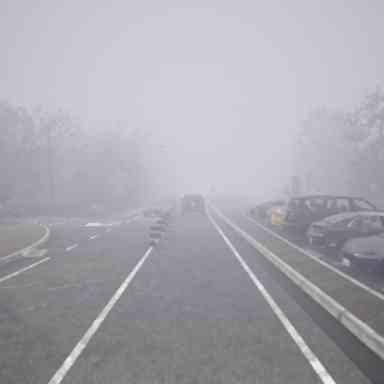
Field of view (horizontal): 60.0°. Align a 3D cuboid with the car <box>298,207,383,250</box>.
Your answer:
[{"bbox_3d":[6.674,1.464,11.897,4.892,1.521,2.231,0,1,1],"label":"car"}]

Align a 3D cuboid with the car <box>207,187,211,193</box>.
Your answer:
[{"bbox_3d":[6.755,0.299,75.190,5.366,1.575,1.946,0,2,0],"label":"car"}]

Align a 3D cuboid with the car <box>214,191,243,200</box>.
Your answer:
[{"bbox_3d":[7.035,0.670,63.968,5.366,1.575,1.946,0,2,0],"label":"car"}]

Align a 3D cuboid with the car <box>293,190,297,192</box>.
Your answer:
[{"bbox_3d":[19.894,0.815,55.659,4.553,1.767,2.185,0,2,0],"label":"car"}]

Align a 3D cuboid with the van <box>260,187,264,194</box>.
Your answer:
[{"bbox_3d":[19.977,-0.164,83.195,4.442,1.987,1.878,0,2,0],"label":"van"}]

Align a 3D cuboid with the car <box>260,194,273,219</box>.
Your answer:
[{"bbox_3d":[6.786,1.173,20.254,4.553,1.767,2.185,0,1,1],"label":"car"}]

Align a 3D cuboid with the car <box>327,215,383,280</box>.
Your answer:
[{"bbox_3d":[6.626,1.528,9.119,4.792,1.488,2.163,0,0,1],"label":"car"}]

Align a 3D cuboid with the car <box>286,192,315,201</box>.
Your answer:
[{"bbox_3d":[19.903,0.800,61.077,4.674,1.452,2.002,0,2,0],"label":"car"}]

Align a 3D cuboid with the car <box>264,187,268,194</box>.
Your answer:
[{"bbox_3d":[20.071,0.241,77.811,4.792,1.488,2.163,0,2,0],"label":"car"}]

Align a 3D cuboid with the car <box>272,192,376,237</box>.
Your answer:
[{"bbox_3d":[6.733,1.167,14.681,5.566,2.045,2.435,0,1,1],"label":"car"}]

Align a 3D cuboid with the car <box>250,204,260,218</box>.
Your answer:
[{"bbox_3d":[6.809,1.257,23.043,4.792,1.488,2.163,0,1,1],"label":"car"}]

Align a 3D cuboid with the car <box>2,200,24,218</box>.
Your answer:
[{"bbox_3d":[-18.264,1.384,31.292,5.566,2.045,2.150,0,-2,30],"label":"car"}]

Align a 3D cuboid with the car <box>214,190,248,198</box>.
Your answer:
[{"bbox_3d":[6.810,0.857,58.420,5.008,1.535,2.097,0,2,0],"label":"car"}]

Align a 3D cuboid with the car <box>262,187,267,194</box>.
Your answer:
[{"bbox_3d":[20.092,0.165,80.449,4.792,1.488,2.163,0,2,0],"label":"car"}]

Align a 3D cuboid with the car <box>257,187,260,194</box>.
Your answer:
[{"bbox_3d":[20.113,-0.010,85.984,5.008,1.535,2.097,0,1,0],"label":"car"}]

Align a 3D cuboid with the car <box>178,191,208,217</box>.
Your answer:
[{"bbox_3d":[0.089,1.195,31.456,2.150,2.045,5.566,0,1,0],"label":"car"}]

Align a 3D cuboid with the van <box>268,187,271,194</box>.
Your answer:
[{"bbox_3d":[20.136,0.072,75.033,4.442,1.987,1.878,0,2,0],"label":"van"}]

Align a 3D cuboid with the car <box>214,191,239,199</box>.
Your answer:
[{"bbox_3d":[6.878,0.581,66.744,4.892,1.521,2.231,0,2,0],"label":"car"}]

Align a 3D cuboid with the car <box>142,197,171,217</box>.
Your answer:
[{"bbox_3d":[-3.360,1.525,31.014,2.033,1.411,5.357,0,1,0],"label":"car"}]

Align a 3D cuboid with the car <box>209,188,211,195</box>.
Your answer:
[{"bbox_3d":[6.709,0.485,69.519,5.366,1.575,1.946,0,2,0],"label":"car"}]

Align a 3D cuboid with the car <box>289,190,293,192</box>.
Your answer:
[{"bbox_3d":[19.854,0.882,58.309,4.792,1.488,2.163,0,2,0],"label":"car"}]

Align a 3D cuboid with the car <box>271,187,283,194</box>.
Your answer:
[{"bbox_3d":[20.002,0.233,69.372,5.566,2.045,2.435,0,2,0],"label":"car"}]

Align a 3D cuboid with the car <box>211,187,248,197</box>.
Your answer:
[{"bbox_3d":[6.855,0.514,61.186,5.566,2.045,2.435,0,2,0],"label":"car"}]

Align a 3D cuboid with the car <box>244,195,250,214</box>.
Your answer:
[{"bbox_3d":[6.775,1.185,25.827,4.792,1.488,2.163,0,1,1],"label":"car"}]

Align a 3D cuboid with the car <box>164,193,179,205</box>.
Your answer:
[{"bbox_3d":[-3.350,1.186,47.645,1.895,1.301,4.718,0,2,0],"label":"car"}]

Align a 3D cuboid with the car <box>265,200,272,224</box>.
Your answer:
[{"bbox_3d":[6.724,1.363,17.479,5.008,1.535,2.097,0,1,1],"label":"car"}]

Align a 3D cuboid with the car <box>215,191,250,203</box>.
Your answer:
[{"bbox_3d":[6.753,0.979,55.647,4.792,1.488,2.163,0,2,0],"label":"car"}]

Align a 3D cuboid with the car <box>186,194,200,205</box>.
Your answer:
[{"bbox_3d":[0.083,1.097,49.490,1.994,1.385,4.181,0,2,0],"label":"car"}]

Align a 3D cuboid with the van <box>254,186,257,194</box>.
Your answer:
[{"bbox_3d":[20.036,-0.371,91.518,4.442,1.987,1.878,0,1,0],"label":"van"}]

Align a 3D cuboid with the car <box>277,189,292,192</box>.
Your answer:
[{"bbox_3d":[19.743,0.665,63.846,5.366,1.575,1.946,0,2,0],"label":"car"}]
